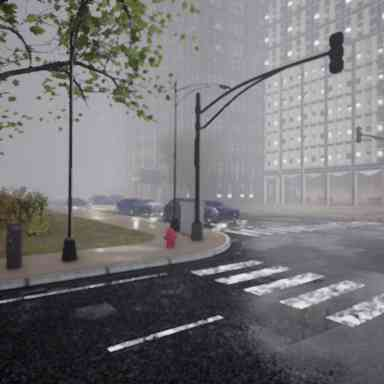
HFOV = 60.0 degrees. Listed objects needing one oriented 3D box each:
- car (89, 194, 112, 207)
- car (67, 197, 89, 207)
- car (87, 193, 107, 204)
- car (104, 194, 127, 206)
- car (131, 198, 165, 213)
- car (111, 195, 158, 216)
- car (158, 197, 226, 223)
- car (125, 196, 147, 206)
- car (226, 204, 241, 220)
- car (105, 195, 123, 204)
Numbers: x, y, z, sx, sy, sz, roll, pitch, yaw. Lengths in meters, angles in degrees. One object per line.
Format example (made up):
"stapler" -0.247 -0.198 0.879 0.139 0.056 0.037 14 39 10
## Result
"car" -12.721 1.293 47.489 1.882 1.535 5.008 1 0 -33
"car" -16.236 1.349 46.915 1.994 1.385 4.181 1 0 -33
"car" -17.315 1.175 60.343 2.097 1.767 4.553 1 0 -34
"car" -12.252 1.190 52.804 2.097 1.767 4.553 1 0 -34
"car" -4.769 1.364 35.533 1.812 1.442 4.674 1 0 -34
"car" -5.352 1.294 30.557 1.882 1.535 5.008 1 0 -34
"car" -0.140 1.183 22.762 2.097 1.767 4.553 1 0 -34
"car" -9.074 1.394 53.856 1.812 1.442 4.674 1 0 -34
"car" 1.695 1.334 25.861 1.882 1.535 5.008 1 0 -34
"car" -14.631 1.377 62.172 1.812 1.442 4.674 1 0 -34
